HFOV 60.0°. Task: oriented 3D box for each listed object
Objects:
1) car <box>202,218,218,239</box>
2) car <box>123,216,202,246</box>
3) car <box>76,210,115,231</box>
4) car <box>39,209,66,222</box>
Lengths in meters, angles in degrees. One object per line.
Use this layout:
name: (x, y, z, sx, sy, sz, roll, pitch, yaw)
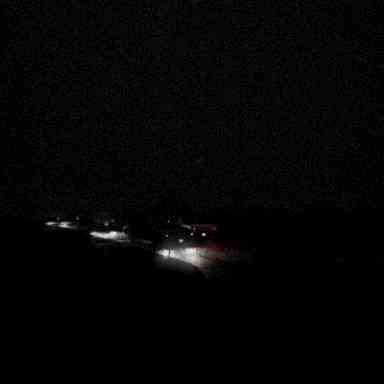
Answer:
car: (-0.427, 2.151, 20.574, 1.895, 1.301, 4.718, 2, -2, -30)
car: (-1.963, 1.986, 17.940, 2.033, 1.411, 5.357, 2, -2, -34)
car: (-7.672, 2.169, 26.346, 2.128, 1.511, 4.902, 2, -3, -35)
car: (-15.626, 2.583, 37.230, 1.895, 1.301, 4.718, 2, -2, -37)
